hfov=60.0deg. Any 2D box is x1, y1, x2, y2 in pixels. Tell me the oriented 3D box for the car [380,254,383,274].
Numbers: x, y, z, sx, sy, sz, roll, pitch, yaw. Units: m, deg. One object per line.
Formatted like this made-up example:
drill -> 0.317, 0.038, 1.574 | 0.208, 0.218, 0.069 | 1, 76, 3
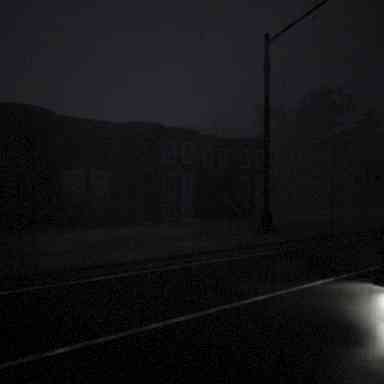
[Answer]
car -> 7.305, 1.572, 9.113 | 5.357, 1.411, 2.033 | 0, 0, -35
